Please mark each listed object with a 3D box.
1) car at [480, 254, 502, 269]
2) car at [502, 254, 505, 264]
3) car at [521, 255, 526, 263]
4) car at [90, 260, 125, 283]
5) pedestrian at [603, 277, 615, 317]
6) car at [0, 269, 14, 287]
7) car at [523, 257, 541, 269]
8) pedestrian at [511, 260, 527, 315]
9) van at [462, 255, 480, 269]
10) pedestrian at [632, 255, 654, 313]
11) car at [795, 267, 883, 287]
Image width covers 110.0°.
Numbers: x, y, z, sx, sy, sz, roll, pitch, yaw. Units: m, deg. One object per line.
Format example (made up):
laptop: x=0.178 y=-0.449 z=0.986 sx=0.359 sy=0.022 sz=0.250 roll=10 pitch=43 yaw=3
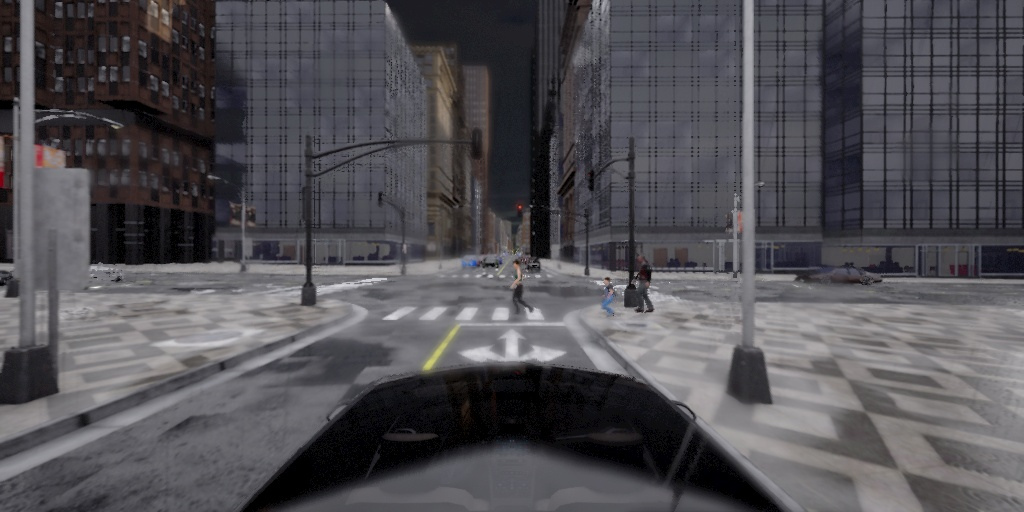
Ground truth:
car: x=-2.857 y=0.819 z=48.932 sx=2.097 sy=1.767 sz=4.553 roll=0 pitch=0 yaw=1
car: x=-2.708 y=0.835 z=64.663 sx=1.882 sy=1.535 sz=5.008 roll=0 pitch=0 yaw=1
car: x=2.986 y=0.937 z=64.871 sx=1.802 sy=1.307 sz=4.207 roll=0 pitch=0 yaw=0
car: x=-25.293 y=0.854 z=20.685 sx=4.674 sy=1.442 sz=1.812 roll=1 pitch=0 yaw=0
pedestrian: x=2.850 y=1.124 z=10.434 sx=0.375 sy=1.300 sz=0.375 roll=0 pitch=0 yaw=0
car: x=-27.368 y=0.832 z=17.447 sx=4.674 sy=1.442 sz=1.812 roll=1 pitch=0 yaw=0
car: x=2.878 y=1.040 z=47.923 sx=1.948 sy=1.339 sz=4.313 roll=0 pitch=0 yaw=0
pedestrian: x=0.202 y=0.991 z=11.633 sx=0.375 sy=1.860 sz=0.375 roll=0 pitch=0 yaw=0
van: x=-5.648 y=0.814 z=47.977 sx=1.690 sy=1.789 sz=3.998 roll=0 pitch=0 yaw=0
pedestrian: x=4.019 y=0.838 z=11.034 sx=0.375 sy=1.860 sz=0.375 roll=0 pitch=0 yaw=0
car: x=24.641 y=1.531 z=27.108 sx=5.357 sy=1.411 sz=2.033 roll=1 pitch=0 yaw=0
